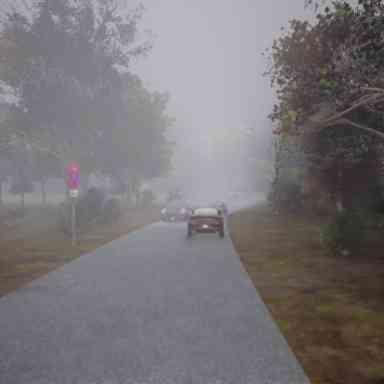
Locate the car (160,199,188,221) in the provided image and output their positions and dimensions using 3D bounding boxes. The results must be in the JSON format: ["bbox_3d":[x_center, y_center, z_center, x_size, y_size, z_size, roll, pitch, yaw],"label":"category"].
[{"bbox_3d":[-1.271,1.503,28.067,2.097,1.767,4.553,0,-1,6],"label":"car"}]

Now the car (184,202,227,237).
[{"bbox_3d":[0.828,1.552,18.776,1.882,1.535,5.008,0,0,4],"label":"car"}]

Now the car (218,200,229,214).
[{"bbox_3d":[3.161,1.918,39.223,1.994,1.385,4.181,0,-1,8],"label":"car"}]
